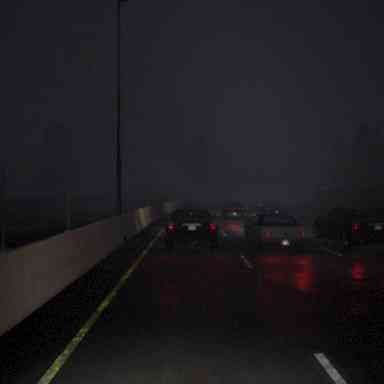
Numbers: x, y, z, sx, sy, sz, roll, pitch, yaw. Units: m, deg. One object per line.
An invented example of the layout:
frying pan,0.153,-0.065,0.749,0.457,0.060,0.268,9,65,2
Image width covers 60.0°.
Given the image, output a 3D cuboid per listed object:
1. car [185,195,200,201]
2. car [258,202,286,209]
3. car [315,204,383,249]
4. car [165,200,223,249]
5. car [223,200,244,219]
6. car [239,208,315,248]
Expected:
car,0.245,1.514,81.255,1.994,1.385,4.181,0,0,28
car,7.026,1.572,29.352,1.994,1.385,4.181,0,0,1
car,7.000,1.366,14.620,2.097,1.767,4.553,0,0,0
car,0.000,1.366,14.620,2.097,1.767,4.553,0,0,0
car,3.527,1.516,29.437,1.837,1.490,4.892,0,0,1
car,3.500,1.616,14.680,1.895,1.301,4.718,0,0,0
